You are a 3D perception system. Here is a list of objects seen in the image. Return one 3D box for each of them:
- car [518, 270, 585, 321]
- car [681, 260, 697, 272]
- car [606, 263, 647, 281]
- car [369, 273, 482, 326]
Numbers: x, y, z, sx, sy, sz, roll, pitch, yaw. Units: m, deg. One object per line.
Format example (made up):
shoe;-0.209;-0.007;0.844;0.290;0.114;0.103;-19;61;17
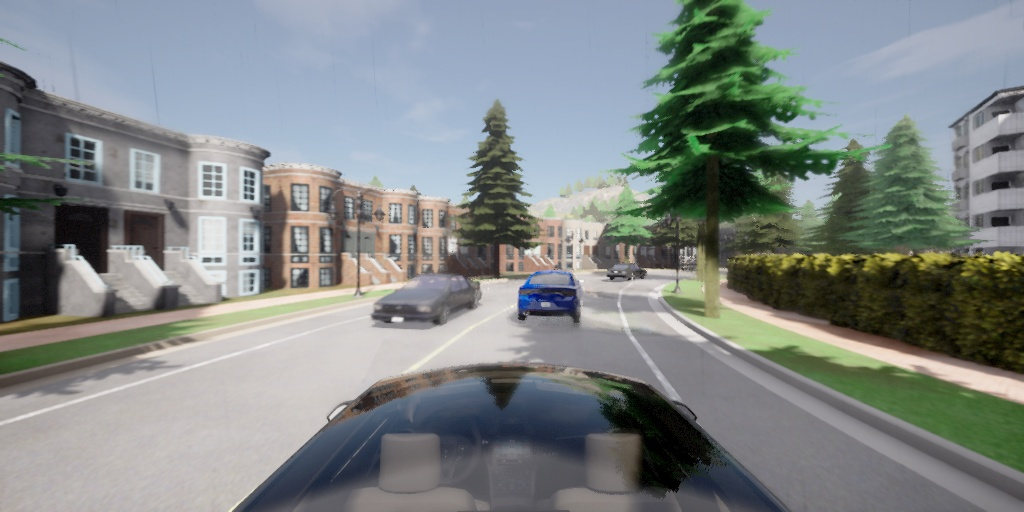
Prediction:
car;1.474;1.233;12.589;1.882;1.535;5.008;0;0;12
car;24.315;1.323;47.085;4.902;1.511;2.128;0;0;-26
car;9.808;1.330;30.515;2.033;1.411;5.357;0;0;38
car;-2.486;1.290;12.044;2.033;1.411;5.357;0;0;12
